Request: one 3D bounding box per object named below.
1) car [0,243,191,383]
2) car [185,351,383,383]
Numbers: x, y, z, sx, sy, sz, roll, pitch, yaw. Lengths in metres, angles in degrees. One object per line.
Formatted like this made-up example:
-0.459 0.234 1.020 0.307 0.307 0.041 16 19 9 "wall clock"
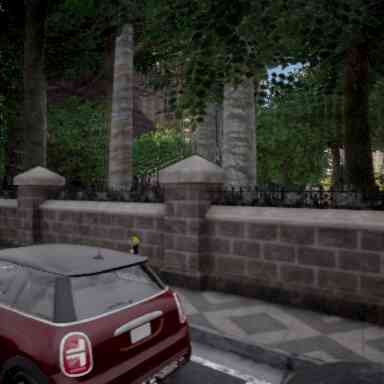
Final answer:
-2.091 1.422 4.457 4.097 1.590 1.967 0 0 36 "car"
2.349 1.557 1.287 4.403 1.369 2.008 0 0 36 "car"
